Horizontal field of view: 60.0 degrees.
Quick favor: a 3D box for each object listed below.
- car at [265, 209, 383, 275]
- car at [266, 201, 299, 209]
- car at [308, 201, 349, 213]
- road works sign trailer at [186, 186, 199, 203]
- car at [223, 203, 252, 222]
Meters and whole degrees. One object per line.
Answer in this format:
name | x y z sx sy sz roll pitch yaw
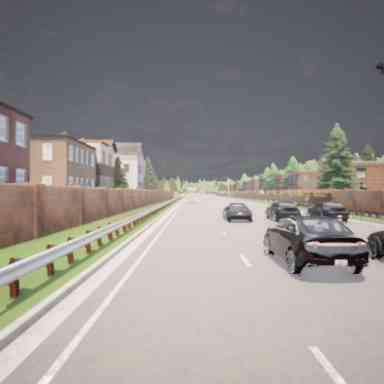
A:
car | 3.602 1.495 10.450 2.128 1.511 4.902 0 0 0
car | 7.105 1.514 26.288 1.837 1.490 4.892 0 0 0
car | 10.605 1.514 26.282 1.837 1.490 4.892 0 0 0
road works sign trailer | 0.012 0.489 67.827 2.380 3.560 2.880 0 0 0
car | 3.604 1.574 26.839 1.994 1.385 4.181 0 0 0
